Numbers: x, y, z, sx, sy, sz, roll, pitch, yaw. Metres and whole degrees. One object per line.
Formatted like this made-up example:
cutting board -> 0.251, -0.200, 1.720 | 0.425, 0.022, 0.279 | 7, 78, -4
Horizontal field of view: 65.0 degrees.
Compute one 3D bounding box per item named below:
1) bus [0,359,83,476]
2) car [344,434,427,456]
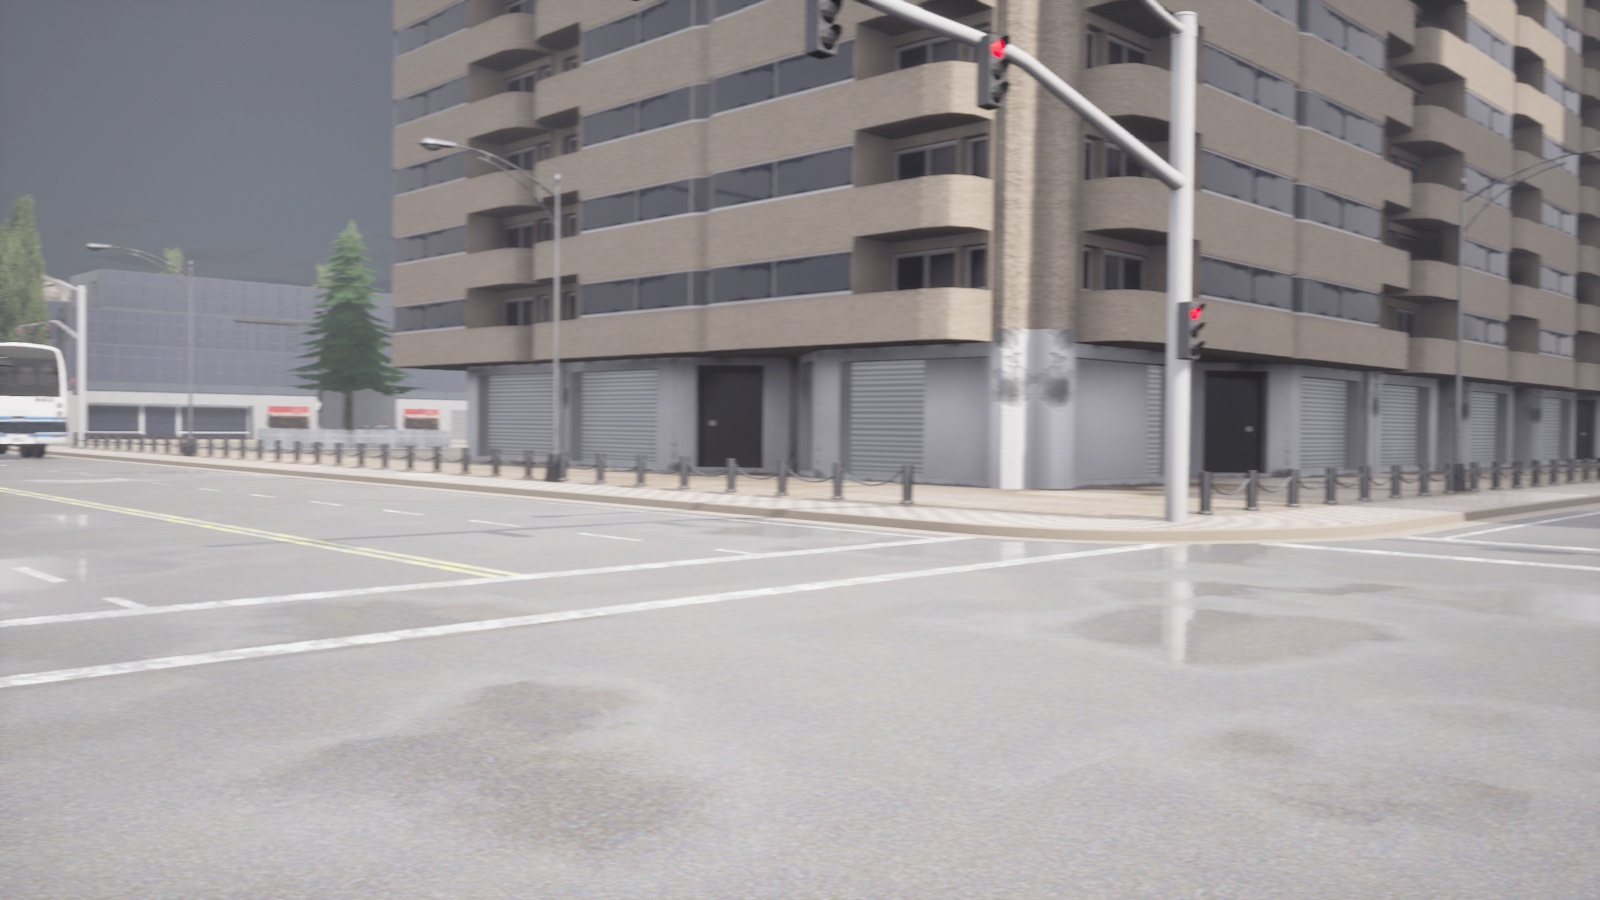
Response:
bus -> -32.228, -1.179, 49.857 | 3.944, 4.253, 10.273 | -2, 1, -45
car -> -26.660, -0.346, 80.806 | 4.718, 1.301, 1.895 | -2, 2, -45
